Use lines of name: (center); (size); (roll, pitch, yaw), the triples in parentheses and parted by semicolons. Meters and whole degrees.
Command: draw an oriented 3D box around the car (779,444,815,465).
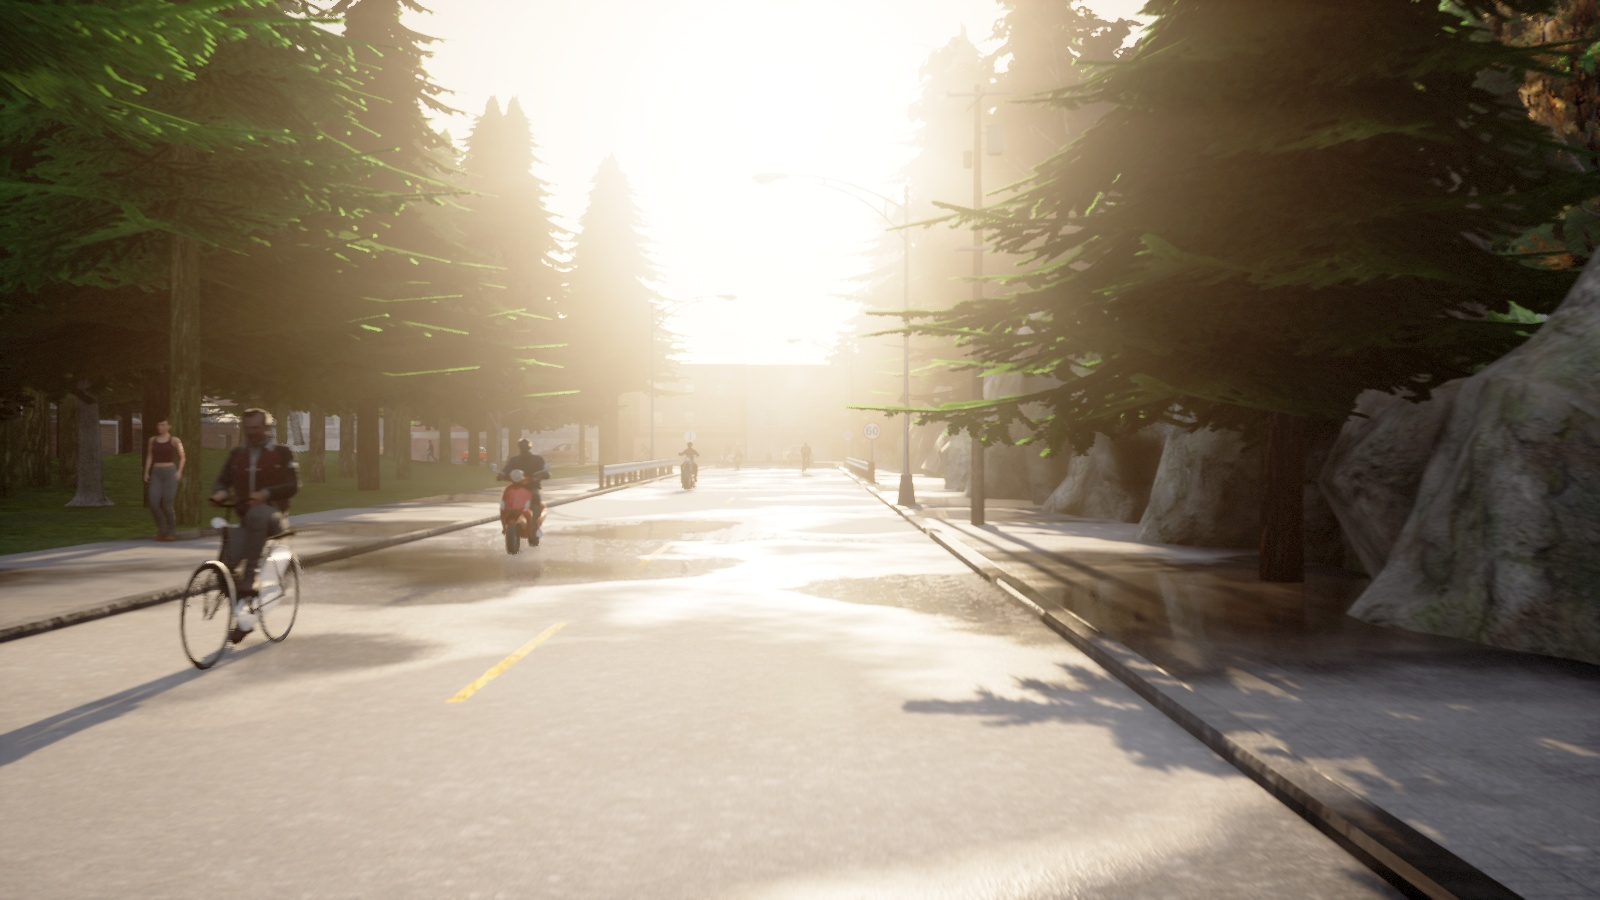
car: (-0.230, 0.317, 92.013); (1.970, 1.475, 3.806); (0, 0, -11)

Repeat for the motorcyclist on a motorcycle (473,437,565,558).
motorcyclist on a motorcycle: (-3.884, 0.621, 17.488); (0.866, 1.590, 1.817); (0, 0, 0)

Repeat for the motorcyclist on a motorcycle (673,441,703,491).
motorcyclist on a motorcycle: (-3.741, 0.513, 42.055); (0.766, 1.649, 2.350); (0, 0, 0)

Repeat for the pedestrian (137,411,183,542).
pedestrian: (-9.102, 0.372, 17.870); (0.345, 1.836, 0.594); (0, 0, 0)

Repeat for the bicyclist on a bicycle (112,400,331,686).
bicyclist on a bicycle: (-3.934, 0.577, 8.711); (0.659, 1.776, 1.843); (0, 0, 0)
